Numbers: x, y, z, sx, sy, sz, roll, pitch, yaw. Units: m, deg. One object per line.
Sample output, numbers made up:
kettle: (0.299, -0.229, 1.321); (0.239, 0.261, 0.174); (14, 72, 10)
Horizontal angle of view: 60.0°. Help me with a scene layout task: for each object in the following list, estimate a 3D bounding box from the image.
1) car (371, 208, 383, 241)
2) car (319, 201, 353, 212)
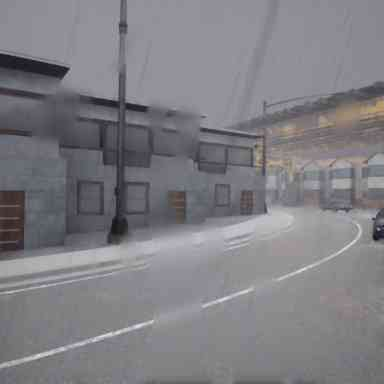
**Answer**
car: (9.671, 1.459, 15.752); (2.033, 1.411, 5.357); (0, 0, 30)
car: (18.562, 1.835, 43.049); (2.033, 1.411, 5.357); (1, -1, -7)
